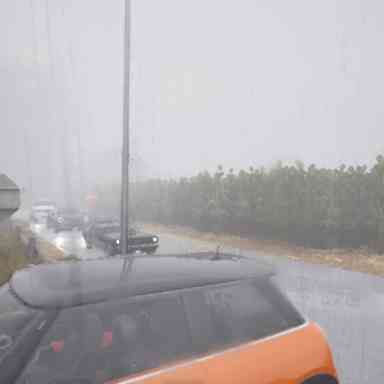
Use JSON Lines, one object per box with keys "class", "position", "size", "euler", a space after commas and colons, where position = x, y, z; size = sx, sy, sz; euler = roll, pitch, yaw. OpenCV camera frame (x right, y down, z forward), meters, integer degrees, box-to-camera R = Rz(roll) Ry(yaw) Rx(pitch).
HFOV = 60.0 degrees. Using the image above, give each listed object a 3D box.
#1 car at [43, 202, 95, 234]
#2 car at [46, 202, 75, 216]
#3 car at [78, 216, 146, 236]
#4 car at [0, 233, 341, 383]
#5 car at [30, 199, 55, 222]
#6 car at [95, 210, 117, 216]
{"class": "car", "position": [-8.480, 1.764, 22.668], "size": [2.097, 1.767, 4.553], "euler": [1, -1, -32]}
{"class": "car", "position": [-16.093, 2.060, 40.642], "size": [2.128, 1.511, 4.902], "euler": [1, -1, -36]}
{"class": "car", "position": [-3.162, 1.909, 14.140], "size": [1.895, 1.301, 4.718], "euler": [1, -1, -32]}
{"class": "car", "position": [-0.963, 1.389, 2.610], "size": [4.553, 1.767, 2.097], "euler": [2, -1, -32]}
{"class": "car", "position": [-14.054, 1.700, 31.662], "size": [2.150, 2.045, 5.566], "euler": [1, -1, -31]}
{"class": "car", "position": [-7.504, 2.093, 27.294], "size": [1.895, 1.301, 4.718], "euler": [1, -1, -32]}
